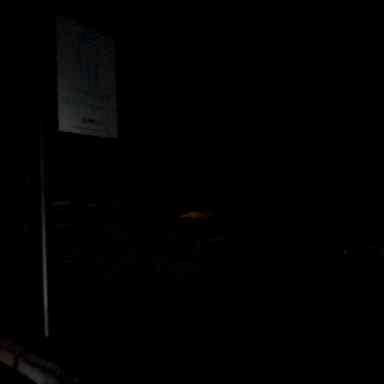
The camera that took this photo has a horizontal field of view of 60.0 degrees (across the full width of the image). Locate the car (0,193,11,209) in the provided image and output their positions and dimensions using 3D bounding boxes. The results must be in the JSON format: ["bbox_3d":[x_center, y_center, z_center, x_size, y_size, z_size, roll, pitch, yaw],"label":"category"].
[{"bbox_3d":[-25.919,1.129,41.148,2.435,2.045,5.566,1,0,35],"label":"car"}]

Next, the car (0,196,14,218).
[{"bbox_3d":[-16.778,1.441,34.840,1.946,1.575,5.366,0,0,35],"label":"car"}]

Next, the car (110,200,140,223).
[{"bbox_3d":[-3.306,1.471,25.043,2.231,1.521,4.892,0,0,35],"label":"car"}]

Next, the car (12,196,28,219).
[{"bbox_3d":[-14.625,1.452,33.076,2.097,1.535,5.008,0,0,35],"label":"car"}]

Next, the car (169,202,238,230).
[{"bbox_3d":[1.106,1.473,21.670,1.946,1.575,5.366,0,0,35],"label":"car"}]

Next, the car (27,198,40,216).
[{"bbox_3d":[-12.361,1.458,31.466,2.231,1.521,4.892,0,0,35],"label":"car"}]

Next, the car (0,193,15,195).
[{"bbox_3d":[-23.689,1.149,39.492,2.435,2.045,5.566,0,0,35],"label":"car"}]

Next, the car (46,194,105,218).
[{"bbox_3d":[-10.113,1.209,29.839,2.435,2.045,5.566,0,0,35],"label":"car"}]

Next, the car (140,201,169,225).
[{"bbox_3d":[-1.031,1.502,23.453,2.163,1.488,4.792,0,0,35],"label":"car"}]

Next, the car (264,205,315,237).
[{"bbox_3d":[5.722,1.512,18.580,2.163,1.488,4.792,0,0,35],"label":"car"}]

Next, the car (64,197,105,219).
[{"bbox_3d":[-7.831,1.463,28.259,2.097,1.535,5.008,0,0,35],"label":"car"}]

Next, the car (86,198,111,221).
[{"bbox_3d":[-5.569,1.466,26.650,2.097,1.535,5.008,0,0,35],"label":"car"}]
